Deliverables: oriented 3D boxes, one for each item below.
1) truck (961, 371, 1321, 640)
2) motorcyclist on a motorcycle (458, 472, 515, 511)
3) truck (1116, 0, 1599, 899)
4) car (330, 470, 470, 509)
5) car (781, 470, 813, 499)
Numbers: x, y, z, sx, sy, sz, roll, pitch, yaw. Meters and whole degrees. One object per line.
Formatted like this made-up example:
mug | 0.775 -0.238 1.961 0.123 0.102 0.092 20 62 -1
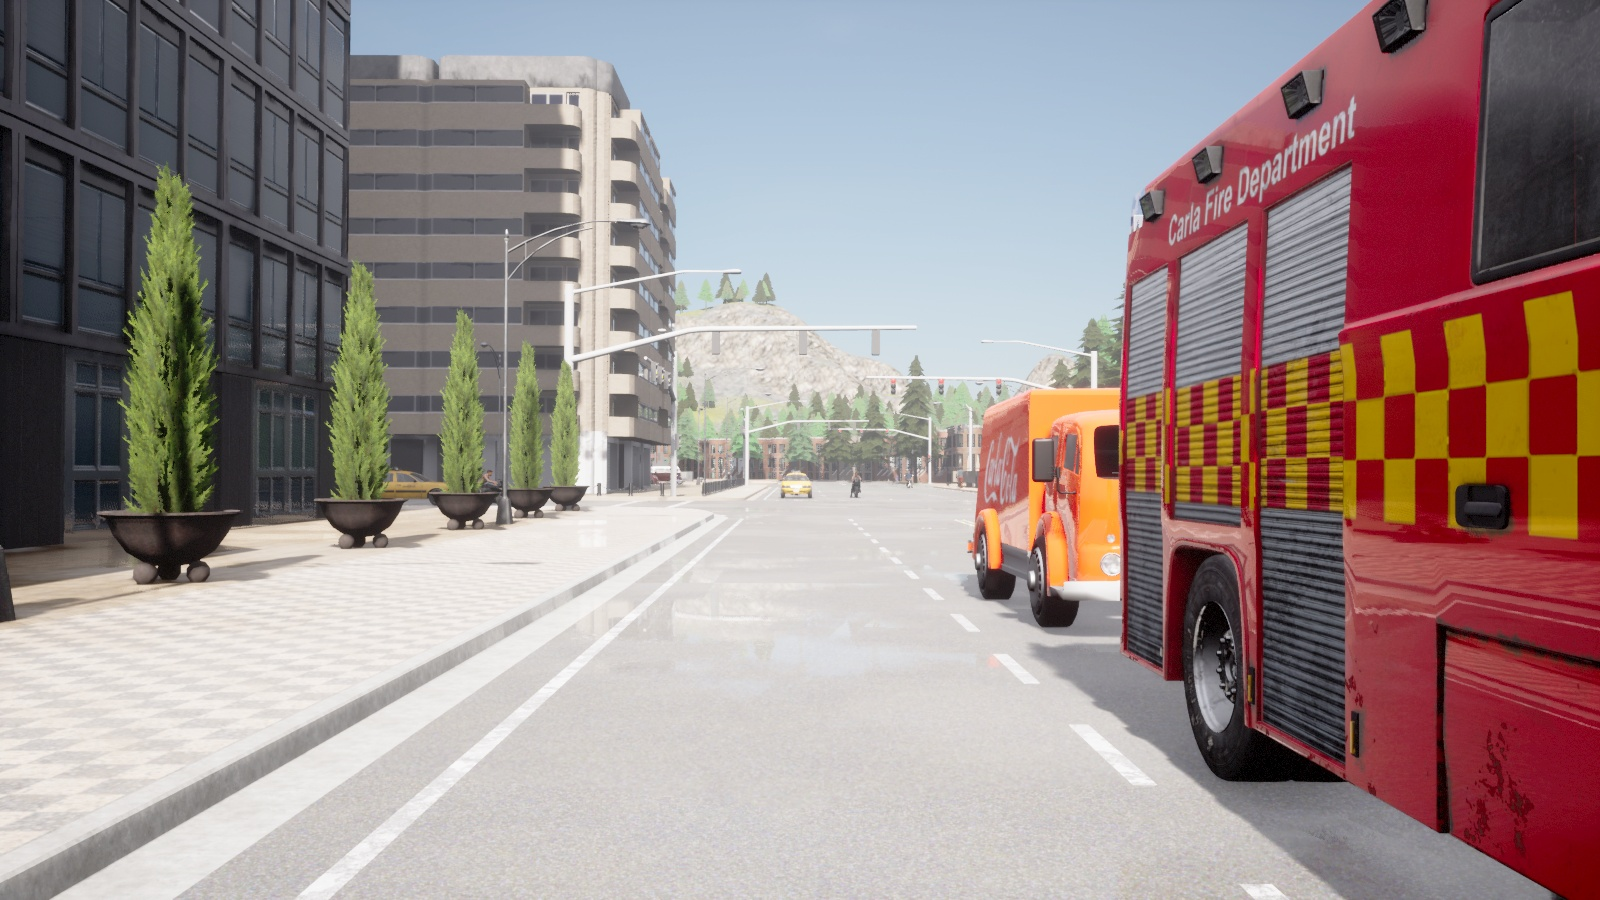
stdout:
truck | 3.465 0.551 14.149 2.627 2.467 5.204 0 -1 0
motorcyclist on a motorcycle | -12.417 1.625 49.796 2.044 1.523 0.797 0 -1 0
truck | 3.485 -0.301 3.774 2.891 3.827 8.468 0 -1 0
car | -16.922 1.659 53.309 5.366 1.575 1.801 0 -1 0
car | -0.191 1.982 73.270 1.801 1.575 5.366 0 -1 0
